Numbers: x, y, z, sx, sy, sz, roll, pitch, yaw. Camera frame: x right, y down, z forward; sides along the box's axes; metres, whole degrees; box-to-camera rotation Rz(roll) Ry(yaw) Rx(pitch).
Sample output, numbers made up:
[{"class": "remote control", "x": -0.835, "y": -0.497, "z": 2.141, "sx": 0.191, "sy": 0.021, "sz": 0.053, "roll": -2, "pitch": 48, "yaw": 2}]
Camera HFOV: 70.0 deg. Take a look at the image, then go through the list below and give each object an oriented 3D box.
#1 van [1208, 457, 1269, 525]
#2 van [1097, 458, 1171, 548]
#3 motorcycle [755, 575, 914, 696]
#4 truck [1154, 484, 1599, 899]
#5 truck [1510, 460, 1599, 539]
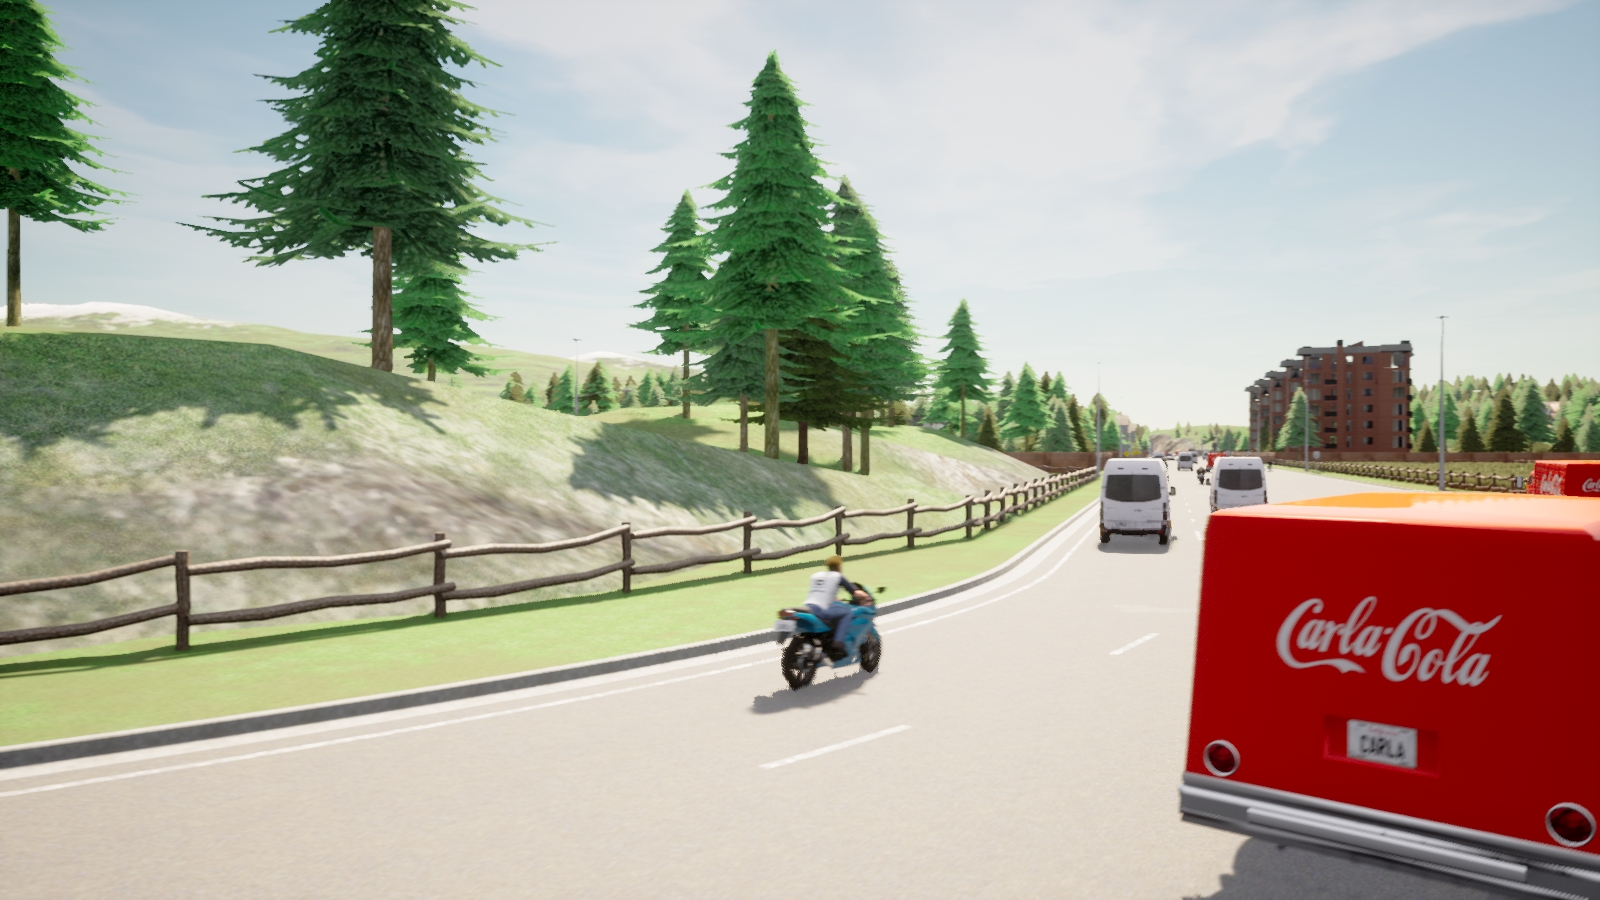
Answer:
[{"class": "van", "x": 17.727, "y": 1.564, "z": 46.403, "sx": 1.988, "sy": 2.561, "sz": 5.915, "roll": 0, "pitch": 0, "yaw": 18}, {"class": "van", "x": 10.701, "y": 1.557, "z": 36.303, "sx": 1.988, "sy": 2.561, "sz": 5.915, "roll": 0, "pitch": 0, "yaw": 19}, {"class": "motorcycle", "x": 0.451, "y": 2.193, "z": 13.838, "sx": 0.803, "sy": 1.199, "sz": 2.033, "roll": -6, "pitch": -4, "yaw": 38}, {"class": "truck", "x": 5.006, "y": 1.575, "z": 8.422, "sx": 2.627, "sy": 2.467, "sz": 5.204, "roll": 1, "pitch": 0, "yaw": 42}, {"class": "truck", "x": 26.343, "y": 1.599, "z": 38.757, "sx": 2.627, "sy": 2.467, "sz": 5.204, "roll": 0, "pitch": 0, "yaw": 18}]
